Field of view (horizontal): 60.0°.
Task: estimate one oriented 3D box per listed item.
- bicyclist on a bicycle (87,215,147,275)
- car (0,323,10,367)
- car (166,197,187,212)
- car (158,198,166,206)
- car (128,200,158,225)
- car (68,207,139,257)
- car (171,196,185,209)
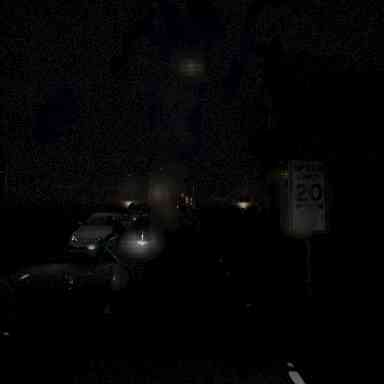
[{"bbox_3d":[-2.060,1.465,9.110,1.656,1.620,0.582,-2,0,-3],"label":"bicyclist on a bicycle"},{"bbox_3d":[-2.767,1.549,1.355,2.033,1.411,5.357,0,0,-5],"label":"car"},{"bbox_3d":[-1.661,1.660,39.744,1.994,1.385,4.181,0,0,-1],"label":"car"},{"bbox_3d":[-5.529,1.793,60.832,2.033,1.411,5.357,0,-1,-2],"label":"car"},{"bbox_3d":[-3.882,1.532,24.271,2.128,1.511,4.902,0,0,-2],"label":"car"},{"bbox_3d":[-3.386,1.542,13.212,1.812,1.442,4.674,0,0,-3],"label":"car"},{"bbox_3d":[-2.097,1.505,49.574,2.097,1.767,4.553,0,0,-3],"label":"car"}]
